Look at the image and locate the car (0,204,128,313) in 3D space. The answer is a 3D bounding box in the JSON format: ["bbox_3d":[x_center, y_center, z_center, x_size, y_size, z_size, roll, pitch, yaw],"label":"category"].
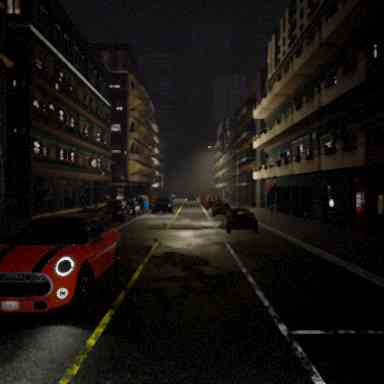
[{"bbox_3d":[-3.094,1.341,7.912,2.097,1.767,4.553,0,0,0],"label":"car"}]

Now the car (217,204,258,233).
[{"bbox_3d":[2.672,1.558,18.977,1.802,1.307,4.206,-1,0,0],"label":"car"}]

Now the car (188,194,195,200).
[{"bbox_3d":[-0.042,1.321,85.620,1.812,1.442,4.674,0,0,0],"label":"car"}]

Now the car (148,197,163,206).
[{"bbox_3d":[-5.733,1.485,52.614,2.008,1.369,4.403,-1,0,0],"label":"car"}]

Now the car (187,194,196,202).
[{"bbox_3d":[-0.037,1.372,75.195,1.882,1.535,5.008,0,0,0],"label":"car"}]

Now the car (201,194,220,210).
[{"bbox_3d":[2.657,1.263,41.385,2.192,1.841,5.009,-1,0,0],"label":"car"}]

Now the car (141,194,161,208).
[{"bbox_3d":[-5.716,1.256,47.011,2.192,1.841,5.009,-1,0,0],"label":"car"}]

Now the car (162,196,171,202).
[{"bbox_3d":[-5.737,1.490,75.022,1.802,1.307,4.206,-1,0,0],"label":"car"}]

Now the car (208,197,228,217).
[{"bbox_3d":[2.665,1.487,30.351,1.752,1.417,4.829,-1,0,0],"label":"car"}]

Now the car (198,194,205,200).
[{"bbox_3d":[2.634,1.414,91.973,1.752,1.417,4.829,-1,0,0],"label":"car"}]

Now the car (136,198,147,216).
[{"bbox_3d":[-5.682,1.512,30.205,2.008,1.369,4.403,-1,0,0],"label":"car"}]

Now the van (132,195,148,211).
[{"bbox_3d":[-5.687,1.296,35.807,1.690,1.788,3.998,-1,0,0],"label":"van"}]

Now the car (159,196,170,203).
[{"bbox_3d":[-5.734,1.496,69.420,1.802,1.307,4.206,-1,0,0],"label":"car"}]

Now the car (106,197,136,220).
[{"bbox_3d":[-5.680,1.409,24.603,1.967,1.590,4.097,-1,0,0],"label":"car"}]

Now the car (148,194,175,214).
[{"bbox_3d":[-3.022,1.305,34.754,2.097,1.767,4.553,0,0,0],"label":"car"}]

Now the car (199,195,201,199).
[{"bbox_3d":[2.651,1.249,52.589,2.192,1.841,5.009,-1,0,0],"label":"car"}]

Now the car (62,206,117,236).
[{"bbox_3d":[-5.676,1.557,19.002,1.802,1.307,4.206,-1,0,0],"label":"car"}]

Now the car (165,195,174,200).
[{"bbox_3d":[-5.743,1.446,86.226,2.008,1.369,4.403,-1,0,0],"label":"car"}]
